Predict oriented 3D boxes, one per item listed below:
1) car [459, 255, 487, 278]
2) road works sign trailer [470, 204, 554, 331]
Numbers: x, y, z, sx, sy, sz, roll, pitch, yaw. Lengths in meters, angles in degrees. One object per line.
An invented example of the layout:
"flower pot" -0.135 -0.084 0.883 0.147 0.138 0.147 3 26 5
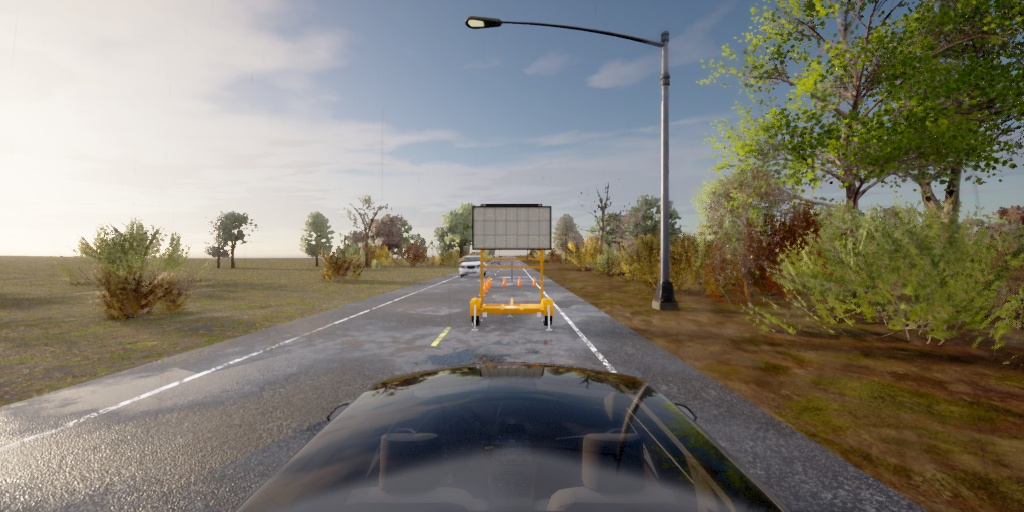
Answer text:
"car" -3.612 0.956 34.150 2.150 2.045 5.566 0 0 0
"road works sign trailer" -0.003 0.214 11.009 2.380 3.560 2.880 0 0 0
